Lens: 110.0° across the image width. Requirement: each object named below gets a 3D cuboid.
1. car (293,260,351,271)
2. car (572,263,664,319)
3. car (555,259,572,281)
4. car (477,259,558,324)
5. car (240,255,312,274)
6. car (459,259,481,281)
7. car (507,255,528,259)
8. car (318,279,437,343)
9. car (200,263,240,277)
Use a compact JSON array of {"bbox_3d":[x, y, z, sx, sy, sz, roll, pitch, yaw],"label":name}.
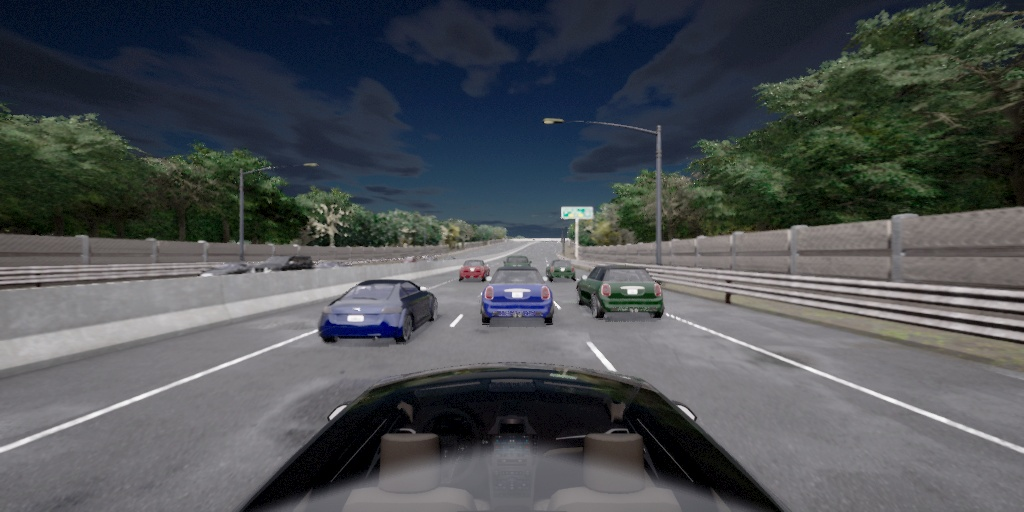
[{"bbox_3d":[-13.792,1.233,27.143,2.128,1.511,4.902,0,0,1],"label":"car"},{"bbox_3d":[3.676,1.105,13.004,2.097,1.767,4.553,0,0,1],"label":"car"},{"bbox_3d":[3.976,1.106,29.958,2.097,1.767,4.553,0,0,1],"label":"car"},{"bbox_3d":[0.167,1.103,12.117,2.097,1.767,4.553,0,0,0],"label":"car"},{"bbox_3d":[-17.295,0.960,27.263,2.150,2.045,5.566,0,0,1],"label":"car"},{"bbox_3d":[-3.028,1.101,29.871,2.097,1.767,4.553,0,0,1],"label":"car"},{"bbox_3d":[0.453,0.973,29.307,2.150,2.045,5.566,0,0,1],"label":"car"},{"bbox_3d":[-3.353,1.313,9.738,1.994,1.385,4.181,0,0,0],"label":"car"},{"bbox_3d":[-20.797,1.228,26.979,2.128,1.511,4.902,0,0,1],"label":"car"}]
